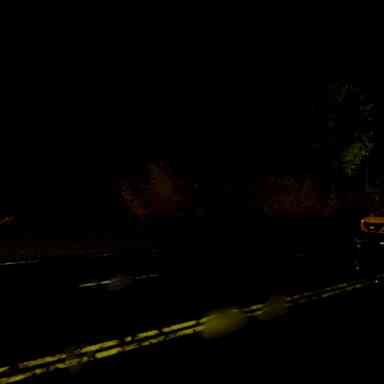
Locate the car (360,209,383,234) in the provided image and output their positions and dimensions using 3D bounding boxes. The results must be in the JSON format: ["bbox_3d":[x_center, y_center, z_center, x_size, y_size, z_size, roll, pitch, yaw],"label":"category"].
[{"bbox_3d":[12.207,1.784,20.207,5.008,1.535,1.882,1,0,-35],"label":"car"}]
